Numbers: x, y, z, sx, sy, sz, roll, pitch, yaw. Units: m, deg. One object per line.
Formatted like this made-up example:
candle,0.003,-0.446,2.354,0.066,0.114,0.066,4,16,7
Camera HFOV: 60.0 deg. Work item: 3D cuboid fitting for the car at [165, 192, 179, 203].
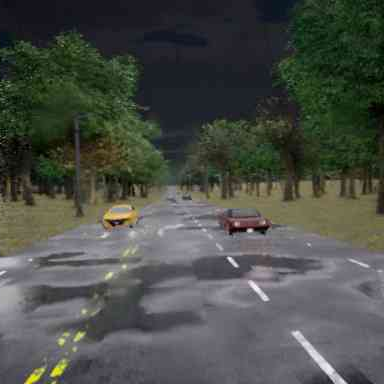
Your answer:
car,-4.568,1.420,71.256,1.882,1.535,5.008,-2,0,1

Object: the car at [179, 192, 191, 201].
car,-1.361,1.113,79.863,2.097,1.767,4.553,-2,0,-4

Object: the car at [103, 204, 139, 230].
car,-4.807,1.639,22.902,1.882,1.535,5.008,-2,0,-4

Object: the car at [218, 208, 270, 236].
car,2.547,1.493,17.621,1.895,1.301,4.718,-2,0,-4
